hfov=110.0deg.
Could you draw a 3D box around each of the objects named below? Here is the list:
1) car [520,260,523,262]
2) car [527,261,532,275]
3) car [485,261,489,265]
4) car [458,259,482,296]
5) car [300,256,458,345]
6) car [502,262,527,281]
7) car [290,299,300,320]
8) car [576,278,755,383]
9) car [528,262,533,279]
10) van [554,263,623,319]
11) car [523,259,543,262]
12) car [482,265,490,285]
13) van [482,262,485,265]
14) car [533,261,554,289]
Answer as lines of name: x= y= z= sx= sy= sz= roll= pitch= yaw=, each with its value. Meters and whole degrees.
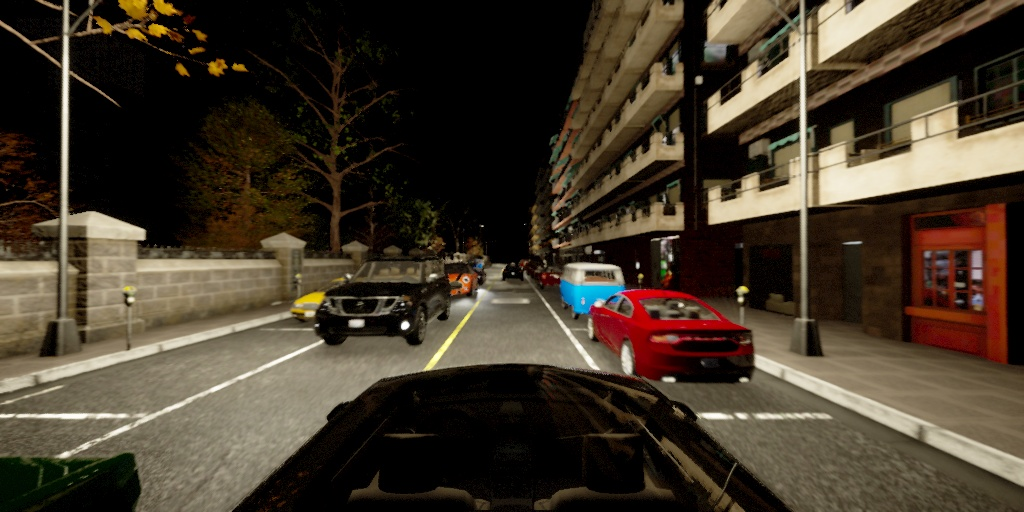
car: x=0.087 y=1.552 z=44.671 sx=2.033 sy=1.411 sz=5.357 roll=0 pitch=0 yaw=0
car: x=2.681 y=1.490 z=35.240 sx=1.888 sy=1.381 sz=4.507 roll=0 pitch=0 yaw=0
car: x=-5.707 y=1.683 z=63.387 sx=2.007 sy=1.370 sz=4.403 roll=0 pitch=0 yaw=0
car: x=-3.095 y=1.204 z=19.973 sx=2.097 sy=1.767 sz=4.553 roll=0 pitch=0 yaw=0
car: x=-3.100 y=1.016 z=9.952 sx=2.150 sy=2.045 sz=5.566 roll=0 pitch=0 yaw=0
car: x=0.090 y=1.494 z=32.795 sx=1.994 sy=1.385 sz=4.181 roll=0 pitch=0 yaw=0
car: x=-5.692 y=1.336 z=12.549 sx=1.751 sy=1.417 sz=4.829 roll=0 pitch=0 yaw=0
car: x=2.689 y=1.324 z=7.090 sx=1.888 sy=1.381 sz=4.507 roll=0 pitch=0 yaw=0
car: x=2.683 y=1.461 z=29.611 sx=2.007 sy=1.370 sz=4.403 roll=0 pitch=0 yaw=0
van: x=2.688 y=1.151 z=12.721 sx=1.690 sy=1.789 sz=3.998 roll=0 pitch=0 yaw=0
car: x=2.680 y=1.295 z=40.870 sx=2.192 sy=1.841 sz=5.009 roll=0 pitch=0 yaw=0
car: x=-3.007 y=1.552 z=27.362 sx=1.895 sy=1.301 sz=4.718 roll=0 pitch=0 yaw=0
van: x=-5.705 y=1.433 z=57.757 sx=1.690 sy=1.789 sz=3.998 roll=0 pitch=0 yaw=0
car: x=2.685 y=1.316 z=23.981 sx=1.967 sy=1.591 sz=4.097 roll=0 pitch=0 yaw=0
